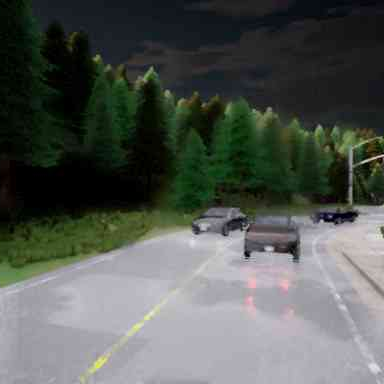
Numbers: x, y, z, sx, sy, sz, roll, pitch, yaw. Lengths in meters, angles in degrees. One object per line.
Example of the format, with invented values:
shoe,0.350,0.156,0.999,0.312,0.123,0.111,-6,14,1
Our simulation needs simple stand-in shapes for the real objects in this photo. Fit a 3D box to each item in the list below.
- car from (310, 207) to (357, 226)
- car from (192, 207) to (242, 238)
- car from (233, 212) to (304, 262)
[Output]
car,10.874,1.787,25.342,4.718,1.301,1.895,1,0,-45
car,1.668,1.585,18.696,2.128,1.511,4.902,0,0,27
car,3.134,1.568,12.636,2.128,1.511,4.902,0,0,18
